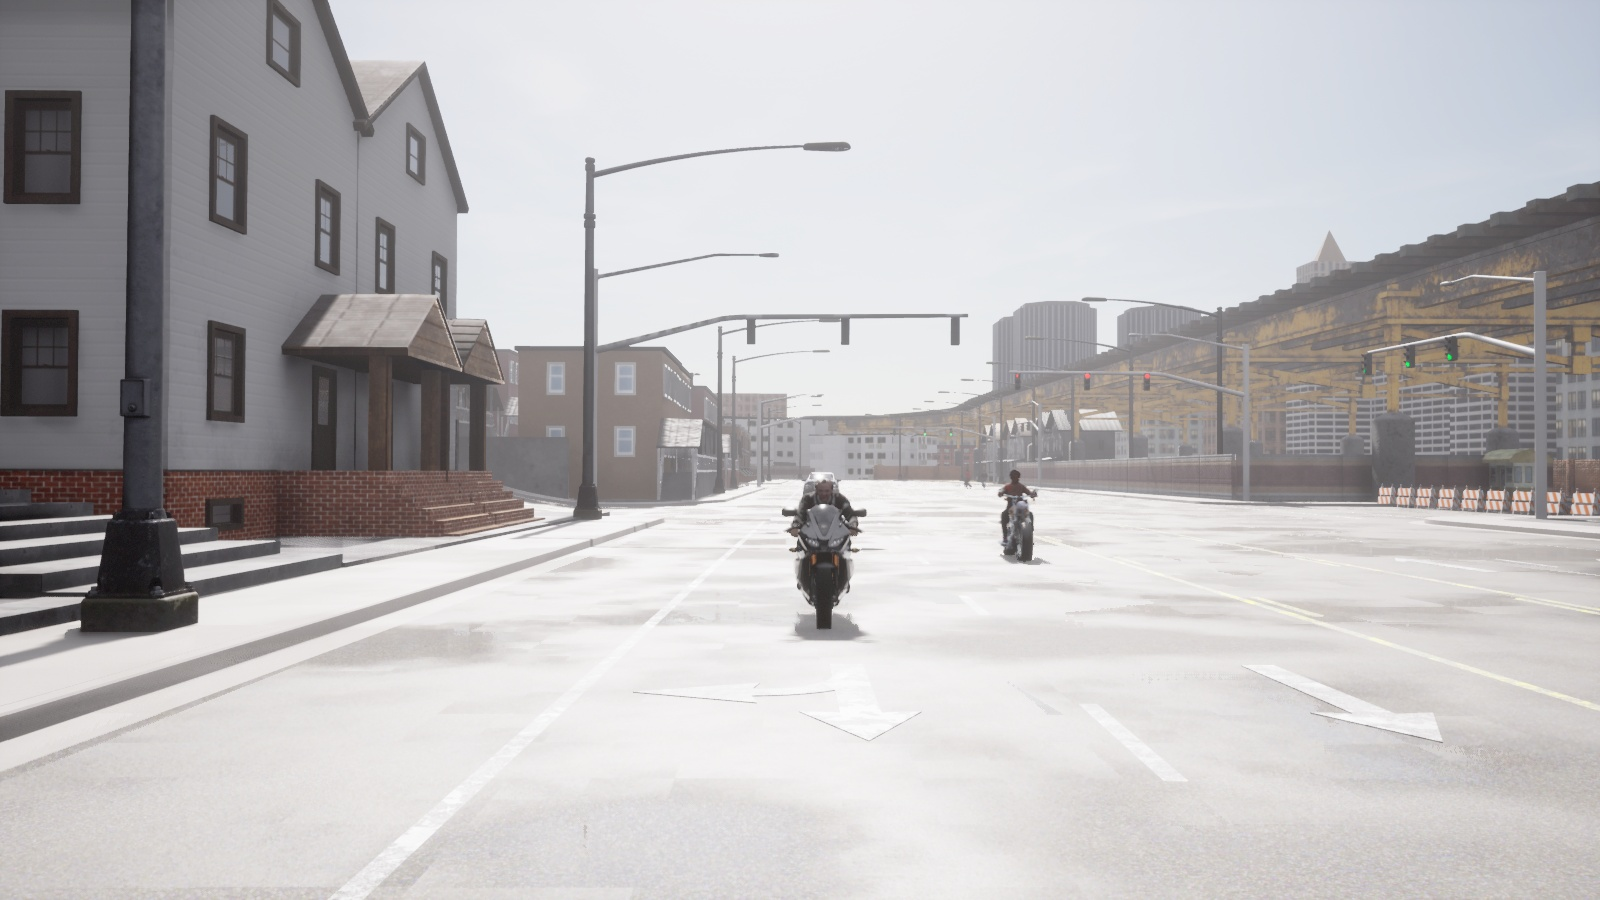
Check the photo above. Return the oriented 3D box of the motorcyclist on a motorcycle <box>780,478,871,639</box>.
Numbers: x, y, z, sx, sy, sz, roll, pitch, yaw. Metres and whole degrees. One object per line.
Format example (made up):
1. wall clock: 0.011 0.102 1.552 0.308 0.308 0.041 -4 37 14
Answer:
1. motorcyclist on a motorcycle: 0.260 1.069 13.146 0.866 1.530 2.191 0 -1 1

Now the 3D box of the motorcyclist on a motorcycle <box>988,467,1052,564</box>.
1. motorcyclist on a motorcycle: 3.910 1.126 22.491 0.766 1.649 2.350 0 -1 1

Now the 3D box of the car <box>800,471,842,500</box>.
1. car: 1.191 1.906 68.064 2.128 1.511 4.902 0 -1 2
